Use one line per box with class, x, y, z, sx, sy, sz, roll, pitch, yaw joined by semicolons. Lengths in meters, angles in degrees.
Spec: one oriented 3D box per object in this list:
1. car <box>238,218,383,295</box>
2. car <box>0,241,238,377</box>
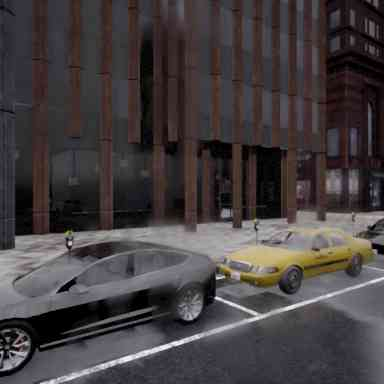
car;2.916;1.526;8.732;4.829;1.417;1.752;0;0;-36
car;-1.533;1.566;5.556;4.313;1.339;1.947;0;0;-36
